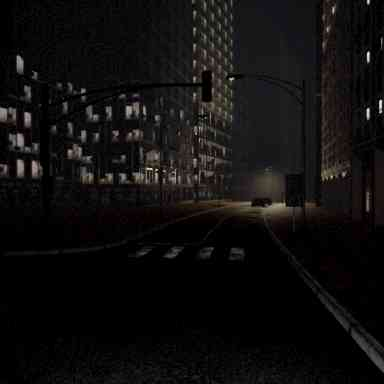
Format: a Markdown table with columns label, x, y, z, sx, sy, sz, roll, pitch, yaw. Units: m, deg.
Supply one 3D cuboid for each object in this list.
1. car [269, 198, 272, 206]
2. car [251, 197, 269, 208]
| label | x | y | z | sx | sy | sz | roll | pitch | yaw |
| --- | --- | --- | --- | --- | --- | --- | --- | --- | --- |
| car | 13.492 | 1.730 | 60.827 | 1.837 | 1.490 | 4.892 | 0 | 0 | 21 |
| car | 10.299 | 1.667 | 51.324 | 1.837 | 1.490 | 4.892 | 0 | 0 | 17 |
